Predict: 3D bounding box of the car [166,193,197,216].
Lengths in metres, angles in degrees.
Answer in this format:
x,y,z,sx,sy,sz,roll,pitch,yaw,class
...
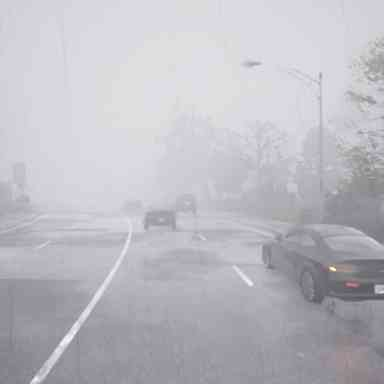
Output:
x,y,z,sx,sy,sz,roll,pitch,yaw,class
-1.138,1.157,32.093,2.150,2.045,5.566,0,0,-16,car

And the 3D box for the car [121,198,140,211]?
x,y,z,sx,sy,sz,roll,pitch,yaw,class
-7.107,1.407,39.129,1.882,1.535,5.008,0,0,-19,car

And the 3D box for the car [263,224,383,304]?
x,y,z,sx,sy,sz,roll,pitch,yaw,class
3.128,1.499,8.024,1.812,1.442,4.674,0,0,-4,car

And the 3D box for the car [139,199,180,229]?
x,y,z,sx,sy,sz,roll,pitch,yaw,class
-2.200,1.436,21.399,1.882,1.535,5.008,0,0,-11,car
